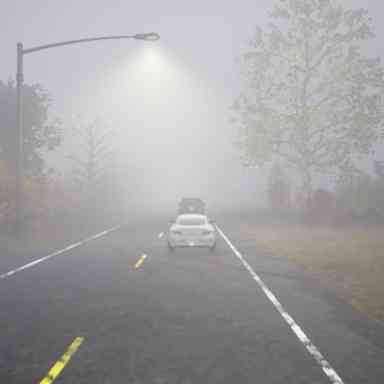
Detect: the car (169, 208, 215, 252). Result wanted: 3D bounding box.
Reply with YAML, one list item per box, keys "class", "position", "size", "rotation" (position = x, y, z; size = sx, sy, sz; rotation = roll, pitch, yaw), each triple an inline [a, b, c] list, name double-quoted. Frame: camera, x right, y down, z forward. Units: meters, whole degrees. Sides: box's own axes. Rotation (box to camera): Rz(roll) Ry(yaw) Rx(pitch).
- class: "car"
  position: [0.004, 1.661, 14.400]
  size: [1.812, 1.442, 4.674]
  rotation: [0, 0, 0]

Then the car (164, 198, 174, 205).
- class: "car"
  position: [-5.024, 2.135, 72.333]
  size: [1.837, 1.490, 4.892]
  rotation: [0, 0, -7]

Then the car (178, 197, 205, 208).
- class: "car"
  position: [-0.044, 1.488, 29.023]
  size: [2.150, 2.045, 5.566]
  rotation: [0, 0, 0]
